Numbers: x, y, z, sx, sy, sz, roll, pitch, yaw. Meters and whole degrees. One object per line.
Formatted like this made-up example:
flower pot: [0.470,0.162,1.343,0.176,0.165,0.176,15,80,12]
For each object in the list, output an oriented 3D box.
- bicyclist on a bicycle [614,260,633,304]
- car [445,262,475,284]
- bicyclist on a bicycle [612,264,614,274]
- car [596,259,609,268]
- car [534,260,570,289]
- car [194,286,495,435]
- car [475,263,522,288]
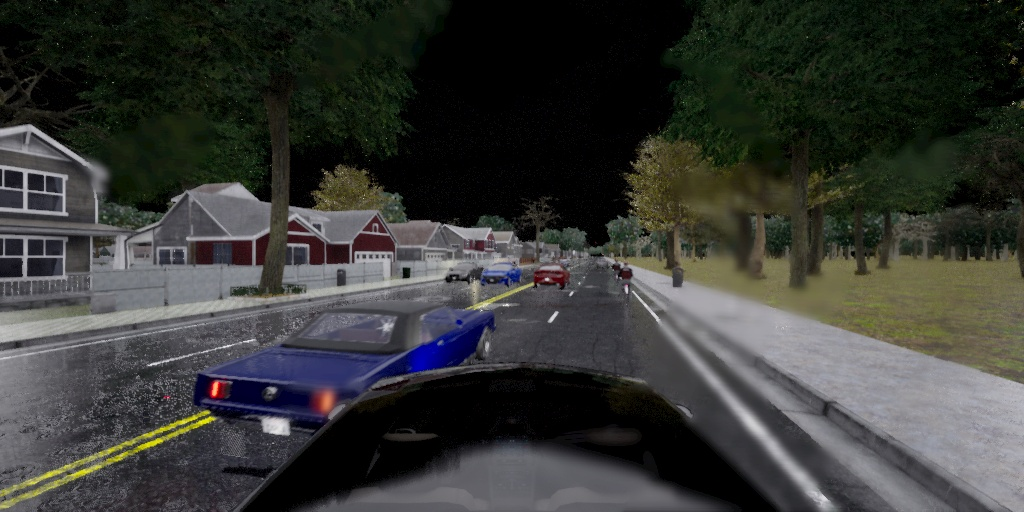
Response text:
bicyclist on a bicycle: [4.828,1.117,15.246,0.659,1.776,1.843,0,0,14]
car: [-3.375,1.250,26.826,1.837,1.490,4.892,0,0,14]
bicyclist on a bicycle: [6.993,1.116,23.984,0.659,1.776,1.843,0,0,14]
car: [15.209,1.246,60.464,2.128,1.511,4.902,0,0,14]
car: [2.674,1.223,23.376,1.882,1.535,5.008,0,0,14]
car: [-1.729,1.350,5.601,1.895,1.301,4.718,0,0,14]
car: [-0.627,1.223,24.403,1.882,1.535,5.008,0,0,14]
